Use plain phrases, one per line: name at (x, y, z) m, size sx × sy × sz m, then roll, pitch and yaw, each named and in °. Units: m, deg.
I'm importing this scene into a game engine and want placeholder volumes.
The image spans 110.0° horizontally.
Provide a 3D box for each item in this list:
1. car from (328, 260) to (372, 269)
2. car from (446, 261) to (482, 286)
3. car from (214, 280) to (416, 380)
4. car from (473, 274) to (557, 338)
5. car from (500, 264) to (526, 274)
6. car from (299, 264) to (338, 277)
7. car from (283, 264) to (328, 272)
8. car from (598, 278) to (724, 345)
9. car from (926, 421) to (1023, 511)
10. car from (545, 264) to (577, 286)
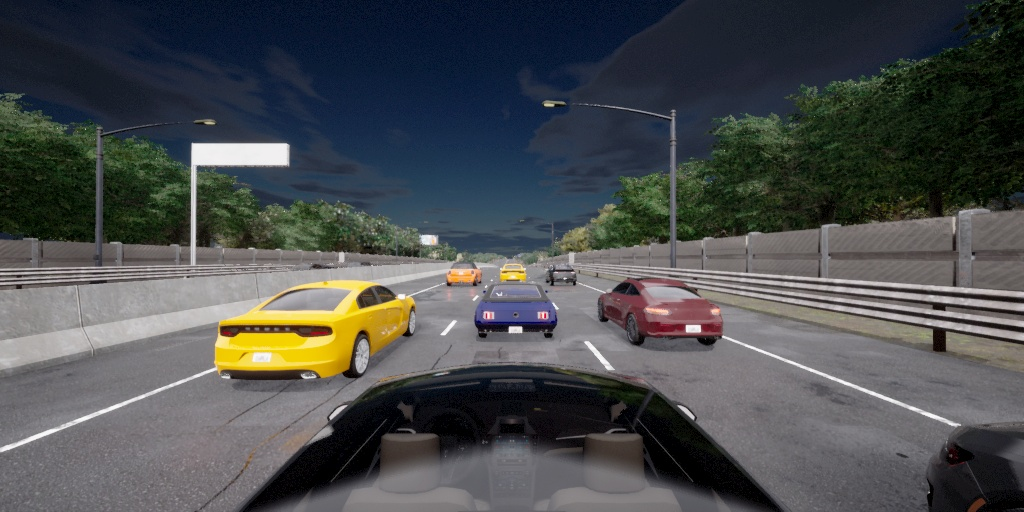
car at (-14.133, 1.271, 32.231) m, size 2.097 × 1.767 × 4.553 m, roll 0°, pitch -1°, yaw 0°
car at (-3.430, 1.217, 26.407) m, size 2.097 × 1.767 × 4.553 m, roll 0°, pitch -1°, yaw 1°
car at (-3.406, 1.234, 7.357) m, size 1.882 × 1.535 × 5.008 m, roll 0°, pitch 0°, yaw 0°
car at (0.093, 1.364, 10.205) m, size 1.895 × 1.301 × 4.718 m, roll 0°, pitch 0°, yaw 0°
car at (0.072, 1.356, 27.937) m, size 1.882 × 1.535 × 5.008 m, roll 0°, pitch -1°, yaw 0°
car at (-21.140, 1.552, 39.359) m, size 1.994 × 1.385 × 4.181 m, roll 0°, pitch -1°, yaw 0°
car at (-17.632, 1.409, 30.683) m, size 1.837 × 1.490 × 4.892 m, roll 0°, pitch -1°, yaw 0°
car at (3.592, 1.287, 9.411) m, size 1.812 × 1.442 × 4.674 m, roll 0°, pitch 0°, yaw 0°
car at (3.603, 1.255, 0.246) m, size 1.837 × 1.490 × 4.892 m, roll 0°, pitch 0°, yaw 0°
car at (3.578, 1.359, 26.721) m, size 2.128 × 1.511 × 4.902 m, roll 0°, pitch -1°, yaw 0°
